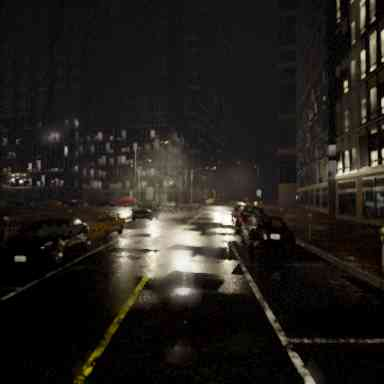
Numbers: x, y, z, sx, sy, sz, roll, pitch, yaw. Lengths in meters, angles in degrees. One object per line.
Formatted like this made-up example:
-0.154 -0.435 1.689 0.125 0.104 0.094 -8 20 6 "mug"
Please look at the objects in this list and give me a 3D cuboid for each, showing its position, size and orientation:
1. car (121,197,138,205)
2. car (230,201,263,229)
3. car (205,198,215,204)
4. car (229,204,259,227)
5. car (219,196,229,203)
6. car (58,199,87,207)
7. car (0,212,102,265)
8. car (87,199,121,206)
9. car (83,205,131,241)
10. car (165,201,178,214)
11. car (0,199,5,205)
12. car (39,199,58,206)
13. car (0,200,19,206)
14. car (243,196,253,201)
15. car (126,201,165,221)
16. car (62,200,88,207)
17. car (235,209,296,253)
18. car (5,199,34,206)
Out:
-12.682 1.881 63.640 5.009 1.841 2.192 0 -1 16 "car"
3.419 1.551 19.642 1.967 1.590 4.097 1 0 4 "car"
4.163 2.057 75.860 1.752 1.417 4.829 1 0 14 "car"
3.851 1.687 25.268 1.887 1.381 4.507 1 0 5 "car"
8.846 1.996 91.915 2.192 1.841 5.009 1 0 17 "car"
-20.200 1.964 57.573 4.403 1.369 2.008 0 -1 16 "car"
-5.029 1.631 12.095 1.947 1.339 4.313 1 0 2 "car"
-14.819 1.941 56.052 4.313 1.339 1.947 0 -1 16 "car"
-4.758 1.623 17.417 1.752 1.417 4.829 1 0 3 "car"
-2.694 1.789 39.258 2.008 1.369 4.403 1 0 7 "car"
-36.343 1.968 62.139 4.097 1.590 1.967 0 -1 16 "car"
-28.996 2.207 68.247 4.829 1.417 1.752 0 -1 16 "car"
-39.599 2.308 71.243 4.403 1.369 2.008 0 -1 16 "car"
13.181 1.841 78.033 2.192 1.841 5.009 1 0 15 "car"
-3.905 1.717 28.510 2.008 1.369 4.403 1 0 5 "car"
-23.449 2.193 66.678 4.403 1.369 2.008 0 -1 16 "car"
3.082 1.644 13.964 1.947 1.339 4.313 1 0 3 "car"
-30.962 2.041 60.615 4.403 1.369 2.008 0 -1 16 "car"
